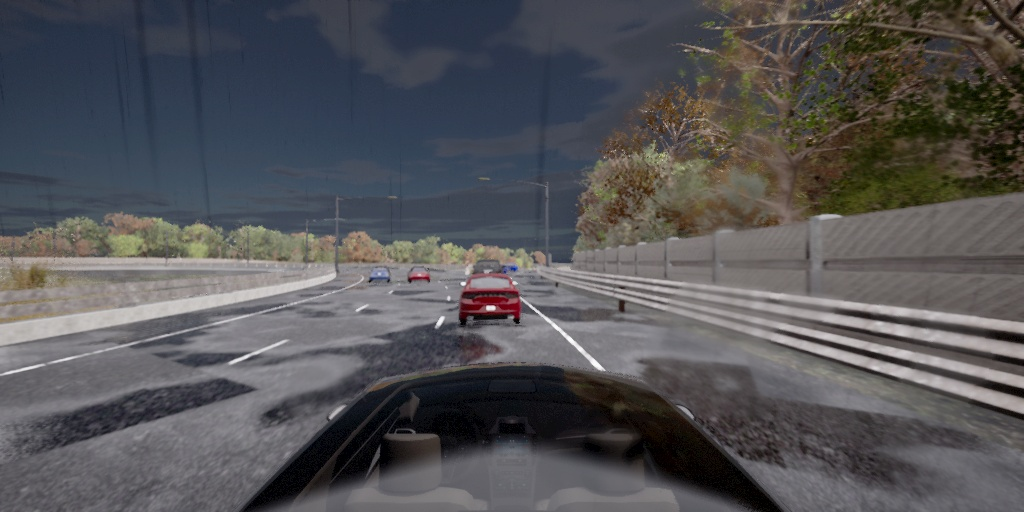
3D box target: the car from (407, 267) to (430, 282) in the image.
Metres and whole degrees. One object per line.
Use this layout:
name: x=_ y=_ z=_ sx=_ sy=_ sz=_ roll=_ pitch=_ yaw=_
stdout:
car: x=-8.980 y=1.703 z=34.310 sx=1.994 sy=1.385 sz=4.181 roll=0 pitch=-1 yaw=-18

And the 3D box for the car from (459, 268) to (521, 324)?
car: x=-0.798 y=1.354 z=12.708 sx=1.882 sy=1.535 sz=5.008 roll=0 pitch=0 yaw=-4

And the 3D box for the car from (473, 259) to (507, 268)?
car: x=-1.730 y=1.260 z=26.796 sx=2.150 sy=2.045 sz=5.566 roll=0 pitch=-1 yaw=-2

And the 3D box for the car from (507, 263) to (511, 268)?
car: x=-1.537 y=1.707 z=43.738 sx=1.882 sy=1.535 sz=5.008 roll=0 pitch=-1 yaw=3

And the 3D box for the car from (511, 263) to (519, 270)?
car: x=-0.097 y=1.860 z=57.488 sx=1.882 sy=1.535 sz=5.008 roll=0 pitch=-1 yaw=8

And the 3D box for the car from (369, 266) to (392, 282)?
car: x=-12.465 y=1.691 z=33.926 sx=2.033 sy=1.411 sz=5.357 roll=0 pitch=-1 yaw=-19
